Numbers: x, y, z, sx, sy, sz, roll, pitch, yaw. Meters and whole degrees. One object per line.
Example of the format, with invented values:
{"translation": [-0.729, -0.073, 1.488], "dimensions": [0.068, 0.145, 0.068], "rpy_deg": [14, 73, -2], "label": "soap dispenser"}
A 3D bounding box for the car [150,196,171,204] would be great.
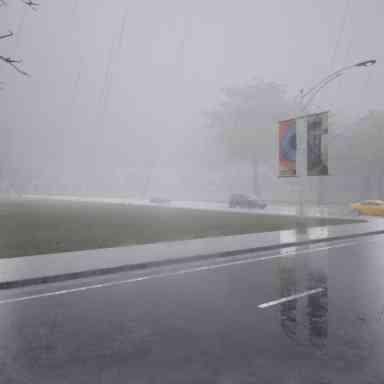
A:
{"translation": [-5.754, 1.386, 60.596], "dimensions": [1.882, 1.535, 5.008], "rpy_deg": [0, 0, -36], "label": "car"}

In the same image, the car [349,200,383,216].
{"translation": [16.513, 1.500, 29.513], "dimensions": [1.882, 1.535, 5.008], "rpy_deg": [0, 0, -32], "label": "car"}

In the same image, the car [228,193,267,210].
{"translation": [7.090, 1.182, 42.862], "dimensions": [2.150, 2.045, 5.566], "rpy_deg": [0, 1, -36], "label": "car"}
